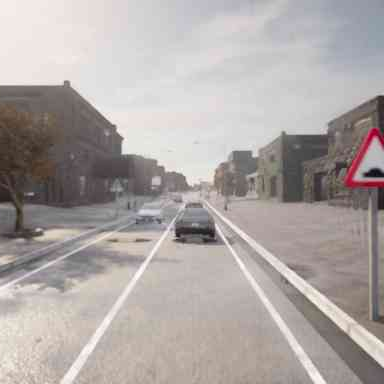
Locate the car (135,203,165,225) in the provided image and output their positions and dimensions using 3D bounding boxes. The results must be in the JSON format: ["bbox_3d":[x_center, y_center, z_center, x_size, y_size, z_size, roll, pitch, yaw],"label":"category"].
[{"bbox_3d":[-3.000,1.541,24.582,1.812,1.442,4.674,0,0,0],"label":"car"}]

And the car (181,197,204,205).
[{"bbox_3d":[0.224,1.493,34.857,2.128,1.511,4.902,0,0,0],"label":"car"}]

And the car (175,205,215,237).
[{"bbox_3d":[0.163,1.535,17.343,1.994,1.385,4.181,0,-2,0],"label":"car"}]

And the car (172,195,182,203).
[{"bbox_3d":[-2.779,1.327,65.592,1.837,1.490,4.892,0,3,0],"label":"car"}]
